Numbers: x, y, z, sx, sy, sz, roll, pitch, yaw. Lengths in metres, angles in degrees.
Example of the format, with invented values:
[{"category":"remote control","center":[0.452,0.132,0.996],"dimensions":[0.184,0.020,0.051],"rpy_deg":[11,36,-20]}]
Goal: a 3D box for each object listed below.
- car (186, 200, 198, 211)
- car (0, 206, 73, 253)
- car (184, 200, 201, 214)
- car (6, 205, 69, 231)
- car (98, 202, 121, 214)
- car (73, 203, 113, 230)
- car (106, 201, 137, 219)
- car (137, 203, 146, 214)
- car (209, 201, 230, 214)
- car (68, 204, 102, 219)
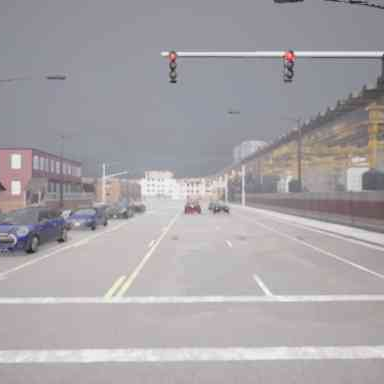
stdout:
[{"category":"car","center":[0.013,2.033,51.674],"dimensions":[1.837,1.490,4.892],"rpy_deg":[0,-1,0]},{"category":"car","center":[-7.099,1.498,14.281],"dimensions":[2.097,1.767,4.553],"rpy_deg":[0,-1,0]},{"category":"car","center":[0.084,1.776,41.676],"dimensions":[2.097,1.767,4.553],"rpy_deg":[0,-1,0]},{"category":"car","center":[-10.605,1.730,23.302],"dimensions":[2.128,1.511,4.902],"rpy_deg":[0,-1,0]},{"category":"car","center":[-10.581,2.002,42.993],"dimensions":[1.994,1.385,4.181],"rpy_deg":[0,0,1]},{"category":"car","center":[-7.106,1.761,22.966],"dimensions":[1.812,1.442,4.674],"rpy_deg":[0,-1,0]},{"category":"car","center":[-7.102,1.688,32.882],"dimensions":[2.097,1.767,4.553],"rpy_deg":[0,-1,0]},{"category":"car","center":[-7.083,2.036,42.656],"dimensions":[1.895,1.301,4.718],"rpy_deg":[0,-1,0]},{"category":"car","center":[3.582,2.029,41.856],"dimensions":[1.895,1.301,4.718],"rpy_deg":[0,-1,0]},{"category":"car","center":[-10.602,1.903,33.221],"dimensions":[1.994,1.385,4.181],"rpy_deg":[0,-1,0]}]
